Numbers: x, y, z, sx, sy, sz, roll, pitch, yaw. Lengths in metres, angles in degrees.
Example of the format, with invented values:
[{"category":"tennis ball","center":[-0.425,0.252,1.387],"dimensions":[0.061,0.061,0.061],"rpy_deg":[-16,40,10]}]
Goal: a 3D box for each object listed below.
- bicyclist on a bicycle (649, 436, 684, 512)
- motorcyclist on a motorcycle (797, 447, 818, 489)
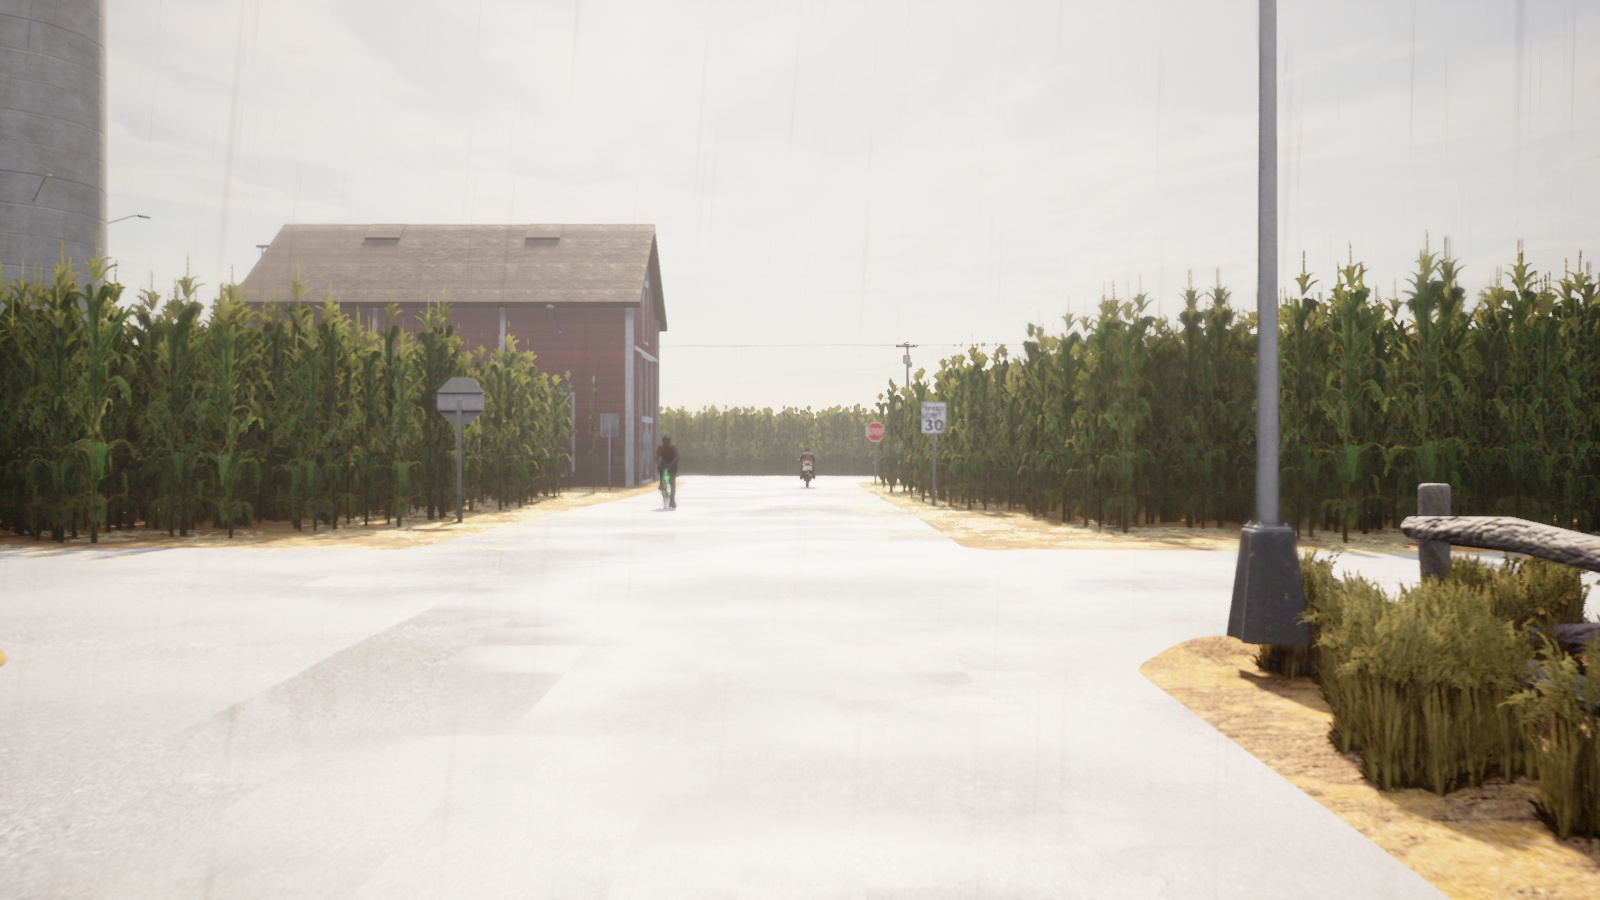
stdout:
[{"category":"bicyclist on a bicycle","center":[-2.930,0.503,27.578],"dimensions":[0.582,1.620,1.656],"rpy_deg":[0,0,0]},{"category":"motorcyclist on a motorcycle","center":[0.283,0.658,47.675],"dimensions":[0.797,1.523,2.044],"rpy_deg":[0,1,0]}]
